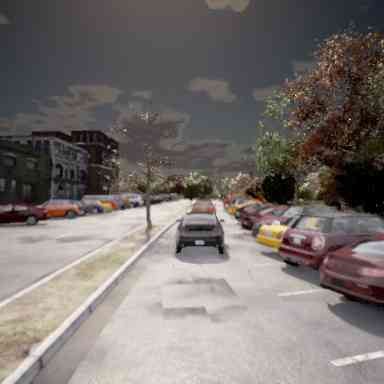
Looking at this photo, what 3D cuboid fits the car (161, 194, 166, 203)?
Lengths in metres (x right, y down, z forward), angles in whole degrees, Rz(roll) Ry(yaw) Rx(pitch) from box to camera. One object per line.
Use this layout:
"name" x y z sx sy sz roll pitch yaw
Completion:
"car" -9.138 1.519 71.661 5.566 2.045 2.435 -1 -1 -15

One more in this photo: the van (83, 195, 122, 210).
"van" -11.494 1.423 41.709 4.442 1.987 1.878 -1 -1 -16

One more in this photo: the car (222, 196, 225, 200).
"car" 6.311 1.629 39.448 5.366 1.575 1.946 1 0 -16

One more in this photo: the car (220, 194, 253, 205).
"car" 8.424 1.473 63.242 5.566 2.045 2.435 1 0 -15

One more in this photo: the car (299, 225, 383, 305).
"car" 4.896 1.554 6.947 4.674 1.452 2.002 1 0 -19

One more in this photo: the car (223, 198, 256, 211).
"car" 5.854 1.601 30.622 5.008 1.535 2.097 1 0 -16

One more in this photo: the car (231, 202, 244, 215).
"car" 5.341 1.597 21.731 4.792 1.488 2.163 1 0 -17

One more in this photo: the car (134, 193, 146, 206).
"car" -10.662 1.448 53.661 5.566 2.045 2.435 -1 0 -15

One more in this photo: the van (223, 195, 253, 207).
"van" 7.565 1.463 54.296 4.442 1.987 1.878 1 0 -15

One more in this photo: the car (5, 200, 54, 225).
"car" -12.804 1.574 23.601 5.008 1.535 2.097 -1 0 -17

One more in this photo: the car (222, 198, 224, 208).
"car" 6.262 1.624 36.542 4.892 1.521 2.231 1 0 -16

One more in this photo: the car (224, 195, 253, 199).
"car" 6.030 1.486 33.574 4.553 1.767 2.185 1 0 -16

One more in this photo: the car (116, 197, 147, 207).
"car" -10.391 1.711 56.667 5.008 1.535 2.097 -1 -1 -15

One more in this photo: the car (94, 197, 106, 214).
"car" -12.066 1.626 35.664 5.008 1.535 2.097 -1 -1 -16

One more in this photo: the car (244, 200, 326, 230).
"car" 5.162 1.421 15.834 4.553 1.767 2.185 1 0 -18

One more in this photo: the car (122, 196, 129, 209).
"car" -11.392 1.693 44.665 4.792 1.488 2.163 -1 0 -16

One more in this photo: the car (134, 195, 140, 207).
"car" -10.881 1.687 50.677 5.008 1.535 2.097 -1 -1 -15

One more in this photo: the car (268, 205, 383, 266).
"car" 4.931 1.398 9.900 4.553 1.767 2.185 1 0 -18

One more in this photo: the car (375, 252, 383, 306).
"car" 4.857 1.543 3.987 4.674 1.452 2.002 1 -1 -19

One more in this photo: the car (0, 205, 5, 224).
"car" -13.089 1.548 17.570 5.008 1.535 2.097 -1 -1 -18

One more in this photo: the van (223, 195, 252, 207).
"van" 7.804 1.474 57.265 4.442 1.987 1.878 1 0 -15

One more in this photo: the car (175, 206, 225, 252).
"car" 0.348 1.561 14.134 1.837 1.490 4.892 0 -1 2

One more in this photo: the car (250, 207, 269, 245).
"car" 5.211 1.535 12.929 5.366 1.575 1.946 1 0 -18

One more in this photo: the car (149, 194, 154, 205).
"car" -10.172 1.472 59.650 5.566 2.045 2.435 -1 0 -15

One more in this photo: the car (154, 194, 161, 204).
"car" -9.631 1.495 65.667 5.566 2.045 2.435 -1 -1 -15

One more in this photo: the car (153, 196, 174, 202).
"car" -7.801 1.815 89.626 5.366 1.575 1.946 -1 0 -15

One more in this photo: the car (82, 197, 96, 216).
"car" -12.255 1.614 32.651 4.892 1.521 2.231 -1 0 -16

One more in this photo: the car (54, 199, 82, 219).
"car" -12.441 1.474 29.638 4.553 1.767 2.185 -1 0 -17

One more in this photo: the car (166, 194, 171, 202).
"car" -8.401 1.806 80.644 5.008 1.535 2.097 -1 -1 -15

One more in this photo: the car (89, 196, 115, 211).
"car" -12.011 1.638 38.612 5.366 1.575 1.946 -1 0 -16

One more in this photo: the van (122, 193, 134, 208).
"van" -11.014 1.448 47.715 4.442 1.987 1.878 -1 -1 -15

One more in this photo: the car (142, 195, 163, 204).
"car" -8.878 1.656 74.645 4.553 1.767 2.185 -1 0 -15

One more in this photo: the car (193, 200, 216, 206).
"car" 1.116 1.472 30.294 2.097 1.767 4.553 0 0 4

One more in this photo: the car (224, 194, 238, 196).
"car" 6.747 1.394 42.477 5.566 2.045 2.435 1 0 -15

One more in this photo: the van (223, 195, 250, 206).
"van" 8.043 1.485 60.233 4.442 1.987 1.878 1 0 -15

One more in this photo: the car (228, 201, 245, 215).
"car" 5.549 1.609 24.719 4.792 1.488 2.163 1 0 -17

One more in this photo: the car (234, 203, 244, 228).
"car" 5.234 1.557 18.788 5.008 1.535 2.097 1 0 -17
